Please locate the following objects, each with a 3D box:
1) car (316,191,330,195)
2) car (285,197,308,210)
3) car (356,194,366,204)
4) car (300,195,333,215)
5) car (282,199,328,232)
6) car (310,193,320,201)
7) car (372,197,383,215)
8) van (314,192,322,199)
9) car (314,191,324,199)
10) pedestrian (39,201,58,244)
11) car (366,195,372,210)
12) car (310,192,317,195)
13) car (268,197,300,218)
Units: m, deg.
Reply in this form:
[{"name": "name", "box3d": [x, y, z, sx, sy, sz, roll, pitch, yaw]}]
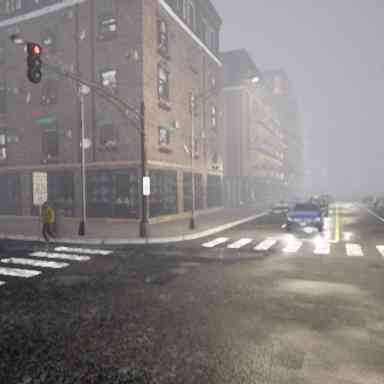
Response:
[{"name": "car", "box3d": [20.711, 1.093, 51.252, 1.882, 1.535, 5.008, 0, 0, 24]}, {"name": "car", "box3d": [12.008, 1.284, 38.030, 2.008, 1.369, 4.403, -1, 0, 24]}, {"name": "car", "box3d": [26.528, 1.115, 50.353, 2.008, 1.369, 4.403, -1, 0, 24]}, {"name": "car", "box3d": [10.757, 1.267, 28.597, 2.128, 1.511, 4.902, 0, 0, 24]}, {"name": "car", "box3d": [6.592, 1.372, 19.117, 1.812, 1.442, 4.674, 0, 0, 24]}, {"name": "car", "box3d": [25.607, 1.047, 69.201, 1.752, 1.417, 4.829, -1, 0, 24]}, {"name": "car", "box3d": [17.415, 1.293, 29.468, 1.802, 1.307, 4.206, -1, 0, 24]}, {"name": "van", "box3d": [30.229, 0.797, 79.799, 1.690, 1.788, 3.998, -1, 0, 24]}, {"name": "car", "box3d": [32.505, 0.740, 85.019, 2.192, 1.841, 5.009, -1, 0, 24]}, {"name": "pedestrian", "box3d": [-6.042, 1.217, 13.982, 0.375, 1.860, 0.375, 0, 1, 23]}, {"name": "car", "box3d": [19.693, 1.224, 34.690, 2.008, 1.369, 4.403, -1, 0, 24]}, {"name": "car", "box3d": [18.773, 1.150, 53.538, 1.752, 1.417, 4.829, -1, 0, 24]}, {"name": "car", "box3d": [7.451, 1.360, 27.588, 2.008, 1.369, 4.403, -1, 0, 24]}]
